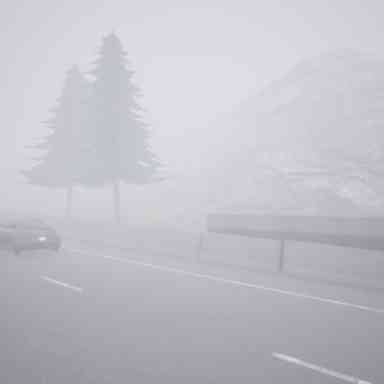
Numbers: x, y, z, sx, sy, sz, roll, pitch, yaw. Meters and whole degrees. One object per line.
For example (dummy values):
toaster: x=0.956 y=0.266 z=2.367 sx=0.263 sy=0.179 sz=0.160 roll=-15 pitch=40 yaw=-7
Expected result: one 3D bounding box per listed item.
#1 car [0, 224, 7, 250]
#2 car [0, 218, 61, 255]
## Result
car: x=-7.839 y=1.692 z=10.441 sx=4.674 sy=1.442 sz=1.812 roll=0 pitch=-2 yaw=39
car: x=-7.639 y=1.864 z=14.821 sx=4.181 sy=1.385 sz=1.994 roll=0 pitch=-2 yaw=39
